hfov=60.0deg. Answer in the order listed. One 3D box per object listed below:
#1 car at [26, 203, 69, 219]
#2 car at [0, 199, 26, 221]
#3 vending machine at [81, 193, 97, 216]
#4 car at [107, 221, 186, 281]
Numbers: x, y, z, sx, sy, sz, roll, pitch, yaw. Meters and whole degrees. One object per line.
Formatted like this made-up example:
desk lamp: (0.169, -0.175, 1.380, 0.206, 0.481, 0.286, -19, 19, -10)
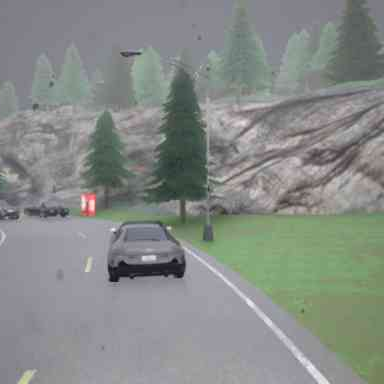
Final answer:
car: (-12.466, 1.566, 28.340, 4.718, 1.301, 1.895, 0, 0, 41)
car: (-15.228, 1.331, 25.733, 4.553, 1.767, 2.097, 0, 0, 38)
vending machine: (-9.470, 1.147, 30.576, 0.880, 2.100, 1.100, 0, 0, 41)
car: (-1.477, 1.545, 9.920, 1.994, 1.385, 4.181, 0, 0, -13)
